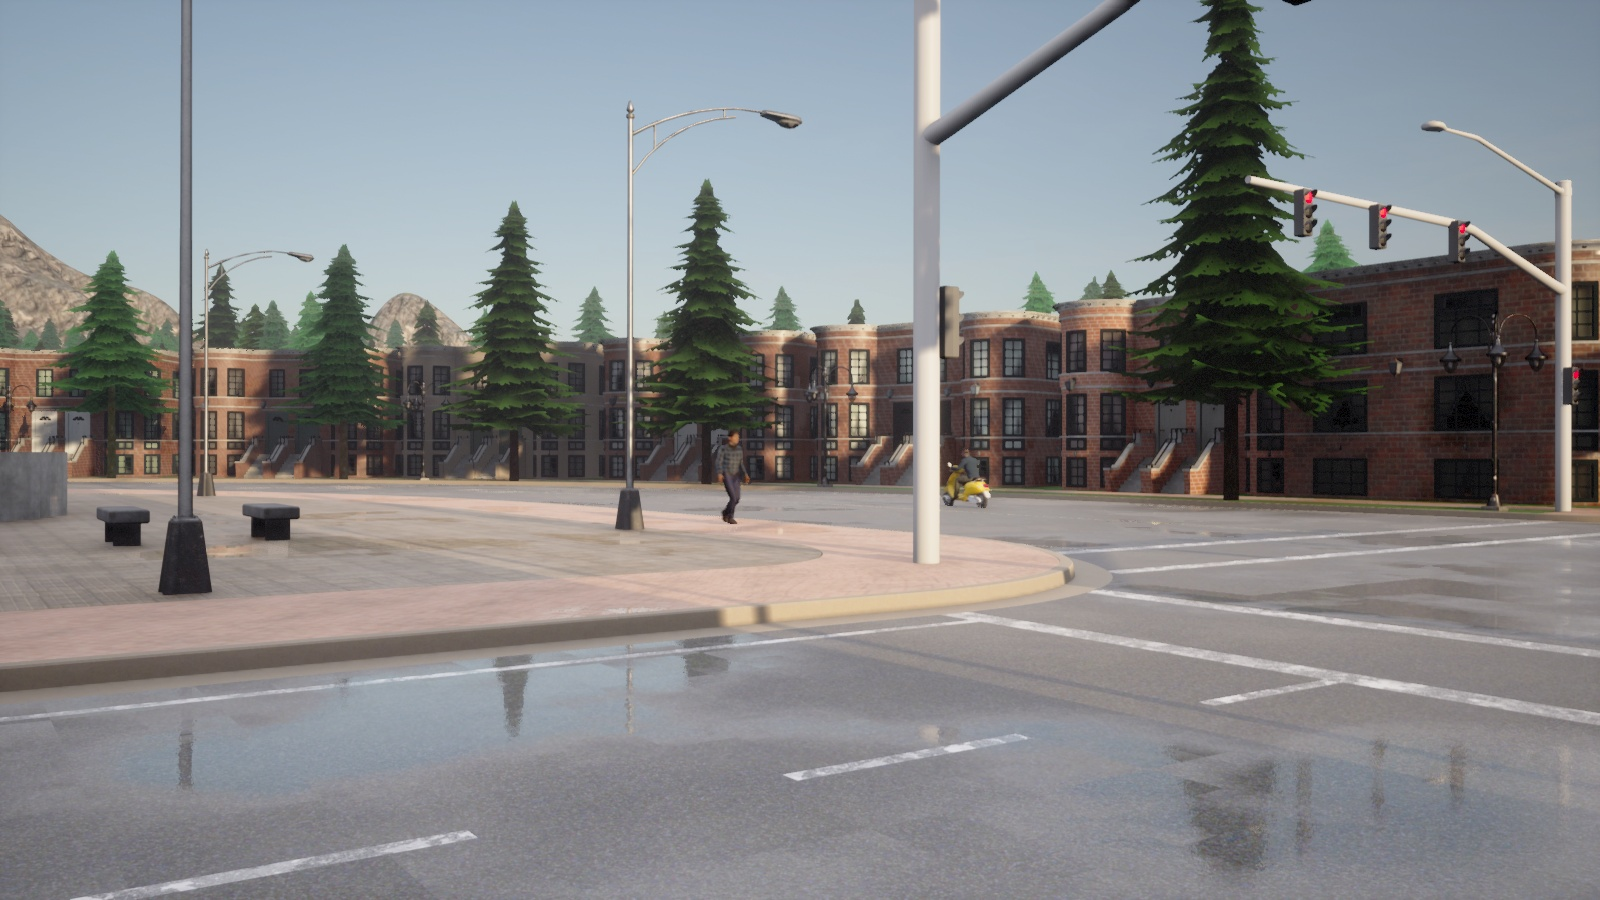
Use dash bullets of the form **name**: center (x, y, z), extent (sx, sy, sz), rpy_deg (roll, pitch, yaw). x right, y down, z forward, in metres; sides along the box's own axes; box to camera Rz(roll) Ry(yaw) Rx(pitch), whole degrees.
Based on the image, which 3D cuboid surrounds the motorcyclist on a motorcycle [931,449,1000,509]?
- **motorcyclist on a motorcycle**: center (4.520, 0.765, 34.394), extent (0.866, 1.590, 1.817), rpy_deg (0, 0, -36)

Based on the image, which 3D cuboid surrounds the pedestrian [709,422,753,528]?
- **pedestrian**: center (-1.285, 0.459, 23.359), extent (0.423, 1.949, 0.788), rpy_deg (0, 0, -42)
